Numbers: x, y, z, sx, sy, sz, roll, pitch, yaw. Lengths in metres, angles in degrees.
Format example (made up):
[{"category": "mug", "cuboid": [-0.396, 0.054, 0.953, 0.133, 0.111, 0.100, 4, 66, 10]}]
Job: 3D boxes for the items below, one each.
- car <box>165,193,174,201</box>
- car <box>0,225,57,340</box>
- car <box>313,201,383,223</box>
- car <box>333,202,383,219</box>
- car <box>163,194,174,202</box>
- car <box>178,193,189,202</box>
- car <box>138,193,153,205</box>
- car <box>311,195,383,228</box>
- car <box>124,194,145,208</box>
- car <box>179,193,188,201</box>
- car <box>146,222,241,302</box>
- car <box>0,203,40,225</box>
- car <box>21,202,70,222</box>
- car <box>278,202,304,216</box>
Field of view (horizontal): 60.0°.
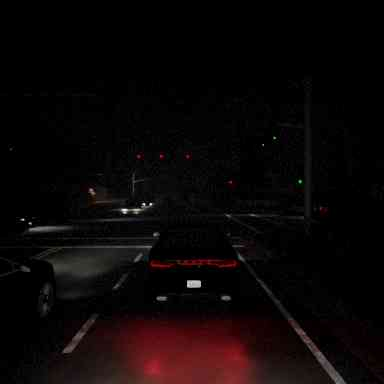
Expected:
[{"category": "car", "cuboid": [-5.688, 1.269, 85.134, 2.097, 1.767, 4.553, 0, 0, -1]}, {"category": "car", "cuboid": [-3.468, 1.492, 4.374, 2.128, 1.511, 4.902, 0, 0, 0]}, {"category": "car", "cuboid": [12.019, 1.477, 25.153, 5.008, 1.535, 1.882, 0, 0, -2]}, {"category": "car", "cuboid": [14.762, 1.564, 28.946, 4.181, 1.385, 1.994, 0, 0, -2]}, {"category": "car", "cuboid": [-5.415, 1.533, 74.529, 2.033, 1.411, 5.357, 0, 0, -1]}, {"category": "car", "cuboid": [-1.900, 1.225, 74.229, 2.150, 2.045, 5.566, 0, 0, -1]}, {"category": "car", "cuboid": [-8.545, 1.221, 57.087, 2.150, 2.045, 5.566, 0, 0, -1]}, {"category": "car", "cuboid": [10.640, 1.221, 21.613, 5.566, 2.045, 2.150, 0, 0, -2]}, {"category": "car", "cuboid": [-8.307, 1.477, 47.102, 1.882, 1.535, 5.008, 0, 0, -1]}, {"category": "car", "cuboid": [-2.182, 1.225, 84.962, 2.150, 2.045, 5.566, 0, 0, -1]}, {"category": "car", "cuboid": [0.001, 1.478, 8.365, 1.882, 1.535, 5.008, 0, 0, -1]}, {"category": "car", "cuboid": [-12.584, 1.548, 20.327, 5.357, 1.411, 2.033, 0, 0, -3]}, {"category": "car", "cuboid": [-11.878, 1.493, 25.235, 4.902, 1.511, 2.128, 0, 0, -22]}, {"category": "car", "cuboid": [10.866, 1.601, 32.336, 4.718, 1.301, 1.895, 0, 0, -2]}]
